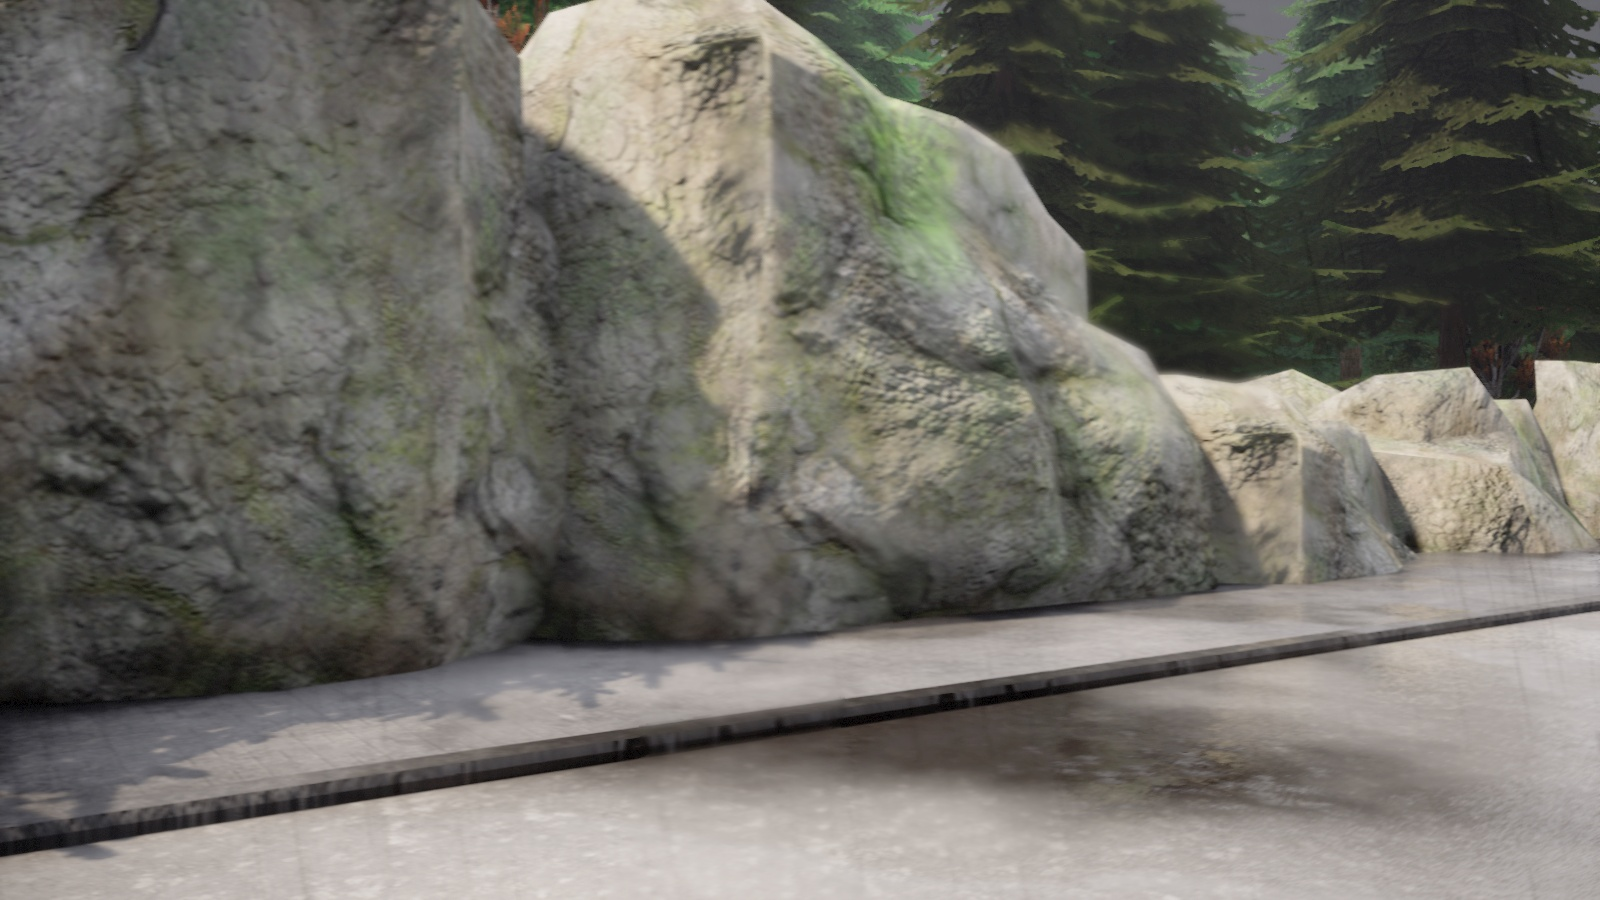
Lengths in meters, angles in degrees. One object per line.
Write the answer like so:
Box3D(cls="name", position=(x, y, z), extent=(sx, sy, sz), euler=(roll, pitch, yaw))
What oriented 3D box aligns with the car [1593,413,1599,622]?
Box3D(cls="car", position=(8.970, 0.530, 10.511), extent=(5.027, 1.651, 2.152), euler=(0, 0, -35))
